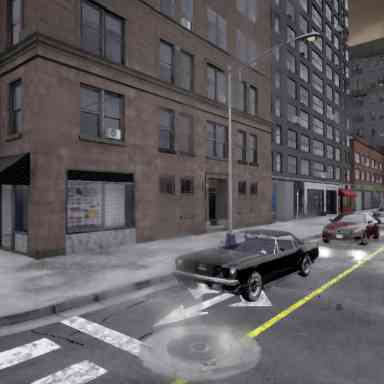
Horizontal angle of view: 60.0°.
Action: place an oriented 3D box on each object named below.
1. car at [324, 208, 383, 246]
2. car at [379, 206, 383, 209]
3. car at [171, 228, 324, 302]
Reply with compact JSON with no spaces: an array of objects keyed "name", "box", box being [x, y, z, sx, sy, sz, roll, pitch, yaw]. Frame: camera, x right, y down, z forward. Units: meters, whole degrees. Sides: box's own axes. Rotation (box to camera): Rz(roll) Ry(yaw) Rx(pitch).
[{"name":"car","box":[8.067,1.741,16.676,1.812,1.442,4.674,-1,-1,39]},{"name":"car","box":[14.782,1.810,24.934,2.128,1.511,4.902,-1,-1,39]},{"name":"car","box":[1.645,1.717,8.812,1.895,1.301,4.718,-1,-1,40]}]
